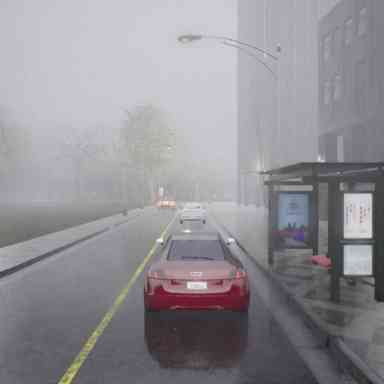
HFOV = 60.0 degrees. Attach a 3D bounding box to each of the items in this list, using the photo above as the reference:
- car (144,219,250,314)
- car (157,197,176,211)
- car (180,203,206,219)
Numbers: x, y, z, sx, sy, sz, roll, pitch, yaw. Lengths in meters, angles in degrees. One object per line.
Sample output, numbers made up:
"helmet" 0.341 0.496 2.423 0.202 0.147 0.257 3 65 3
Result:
"car" 0.086 1.572 7.704 1.994 1.385 4.181 0 0 0
"car" -3.159 1.407 41.300 2.097 1.767 4.553 0 0 0
"car" 0.055 1.563 25.036 1.812 1.442 4.674 0 0 0
